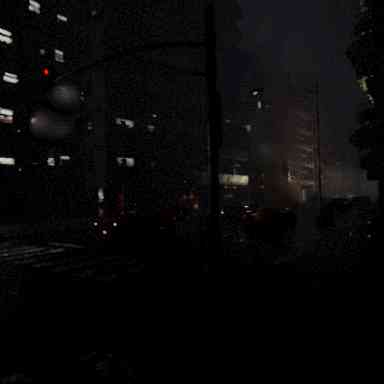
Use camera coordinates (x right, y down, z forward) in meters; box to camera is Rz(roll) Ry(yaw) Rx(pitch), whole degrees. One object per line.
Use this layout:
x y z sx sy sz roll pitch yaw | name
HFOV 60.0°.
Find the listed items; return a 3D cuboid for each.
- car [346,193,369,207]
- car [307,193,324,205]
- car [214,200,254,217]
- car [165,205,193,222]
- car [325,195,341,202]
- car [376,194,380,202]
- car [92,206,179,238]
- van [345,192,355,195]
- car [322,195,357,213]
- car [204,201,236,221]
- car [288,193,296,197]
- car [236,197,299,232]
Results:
21.023 1.172 41.673 1.887 1.381 4.507 -2 -1 36 | car
20.903 1.118 55.765 2.192 1.841 5.009 -2 -1 36 | car
4.258 1.575 32.852 2.008 1.369 4.403 -2 -1 36 | car
-1.755 1.652 24.734 1.887 1.381 4.507 -2 -1 36 | car
27.570 1.270 64.927 2.008 1.369 4.403 -2 -1 36 | car
34.345 1.007 60.001 2.008 1.369 4.403 -2 -1 36 | car
-3.089 1.672 18.324 1.895 1.301 4.718 -2 -1 35 | car
37.556 0.938 78.675 1.690 1.788 3.998 -2 -1 36 | van
14.364 1.282 32.509 1.947 1.339 4.313 -2 -1 36 | car
2.902 1.590 26.595 1.895 1.301 4.718 -2 -1 36 | car
9.745 1.115 36.011 2.150 2.045 5.566 -2 0 36 | car
4.462 1.288 18.701 1.967 1.590 4.097 -2 -1 36 | car
